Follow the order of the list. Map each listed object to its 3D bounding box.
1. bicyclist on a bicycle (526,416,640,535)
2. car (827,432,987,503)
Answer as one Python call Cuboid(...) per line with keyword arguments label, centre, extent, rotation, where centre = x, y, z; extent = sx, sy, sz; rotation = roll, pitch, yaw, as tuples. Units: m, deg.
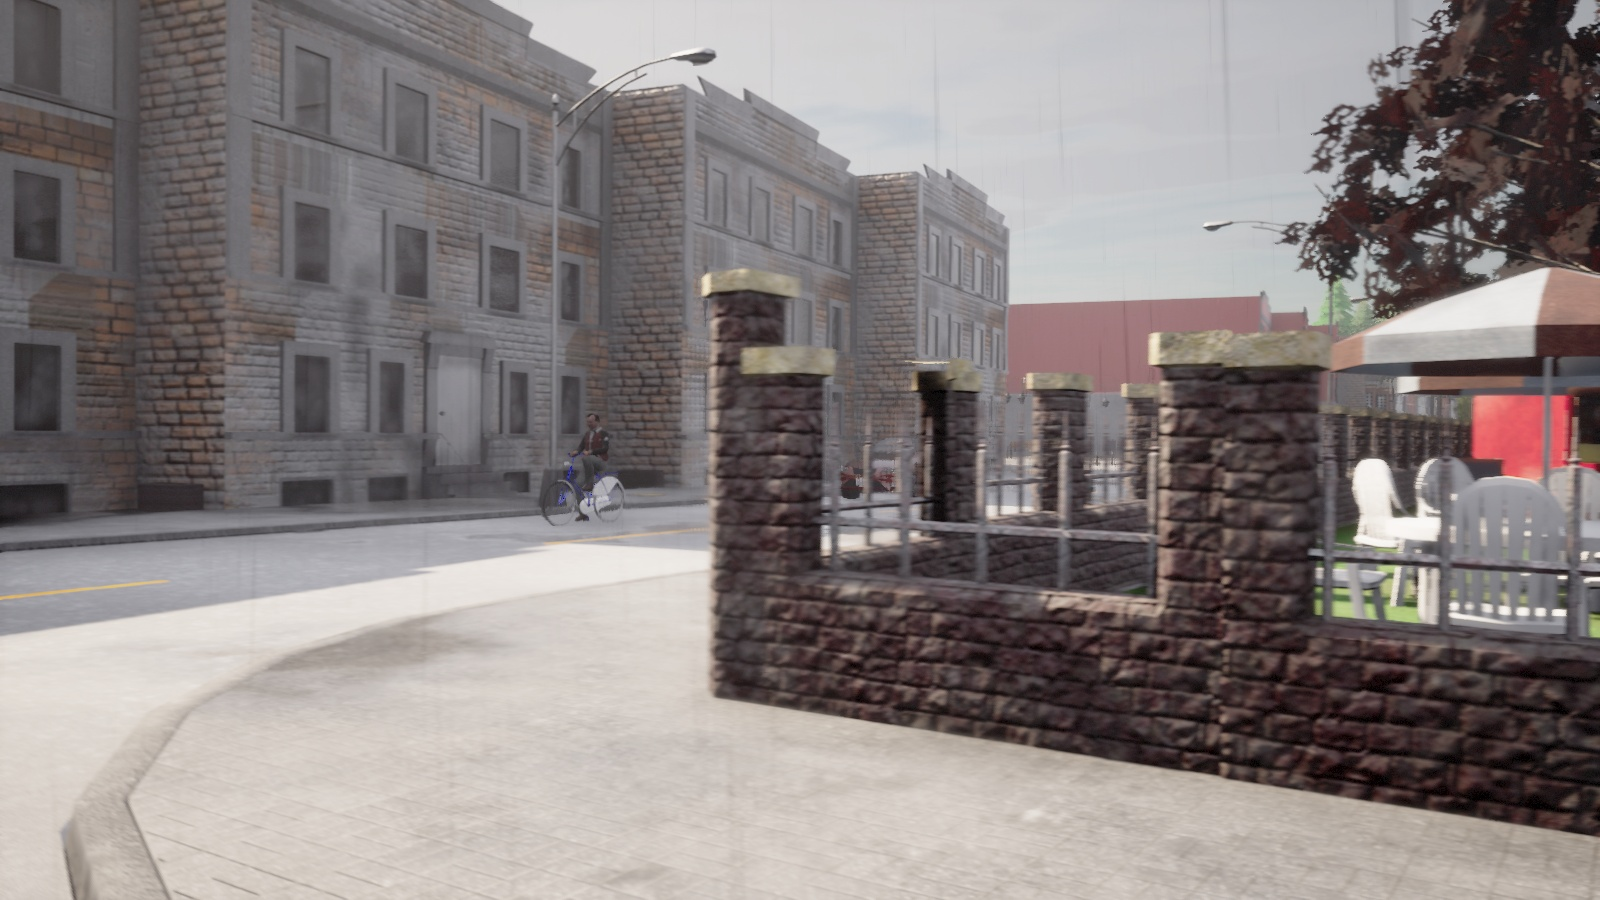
Cuboid(label="bicyclist on a bicycle", centre=(-3.368, 0.364, 19.648), extent=(0.659, 1.776, 1.843), rotation=(0, 1, 34))
Cuboid(label="car", centre=(2.501, 0.333, 28.498), extent=(1.816, 1.474, 4.193), rotation=(0, 1, 34))
